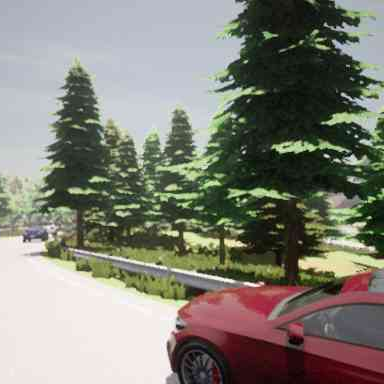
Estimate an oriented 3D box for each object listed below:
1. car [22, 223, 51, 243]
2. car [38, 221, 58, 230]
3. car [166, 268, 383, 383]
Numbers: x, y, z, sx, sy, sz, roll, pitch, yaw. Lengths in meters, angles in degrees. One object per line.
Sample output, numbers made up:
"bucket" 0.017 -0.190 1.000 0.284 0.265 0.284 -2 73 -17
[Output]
"car" -14.852 3.994 31.682 1.812 1.442 4.674 -1 -5 -18
"car" -18.111 4.666 41.520 2.150 2.045 5.566 -1 -5 -19
"car" 1.866 1.524 3.224 4.674 1.442 1.812 0 0 37
